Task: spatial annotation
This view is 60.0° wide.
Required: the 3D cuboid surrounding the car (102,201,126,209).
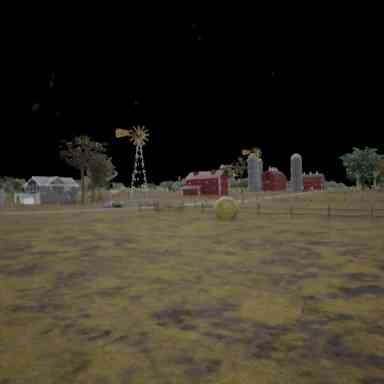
[{"bbox_3d":[-14.755,2.431,62.771,1.837,1.490,4.892,-2,-1,36],"label":"car"}]
